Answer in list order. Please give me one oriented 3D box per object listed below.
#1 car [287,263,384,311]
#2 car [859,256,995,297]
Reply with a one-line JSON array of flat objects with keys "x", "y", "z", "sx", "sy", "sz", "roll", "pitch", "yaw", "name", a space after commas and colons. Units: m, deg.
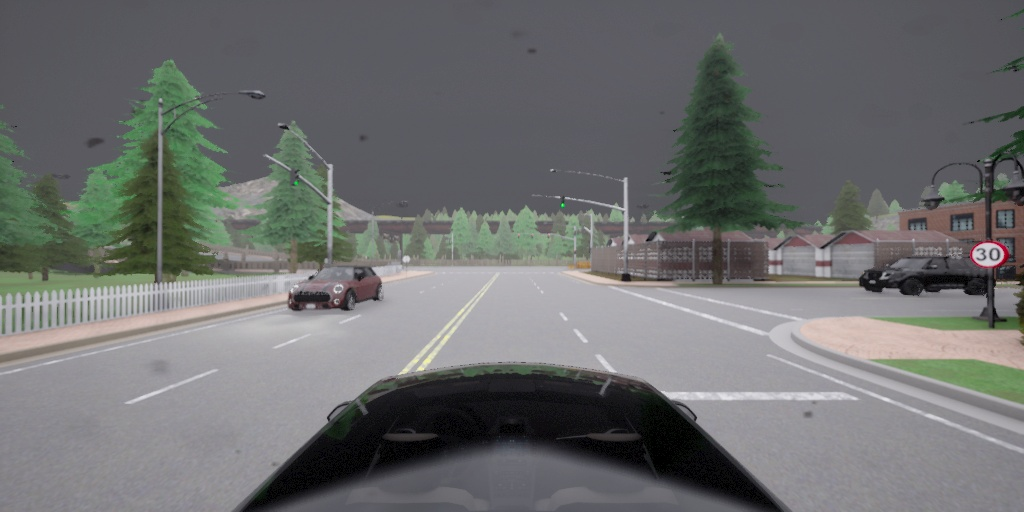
[{"x": -6.997, "y": 1.174, "z": 14.718, "sx": 2.097, "sy": 1.767, "sz": 4.553, "roll": 0, "pitch": 0, "yaw": 0, "name": "car"}, {"x": 21.960, "y": 1.029, "z": 19.097, "sx": 5.566, "sy": 2.045, "sz": 2.150, "roll": 0, "pitch": 0, "yaw": 0, "name": "car"}]
